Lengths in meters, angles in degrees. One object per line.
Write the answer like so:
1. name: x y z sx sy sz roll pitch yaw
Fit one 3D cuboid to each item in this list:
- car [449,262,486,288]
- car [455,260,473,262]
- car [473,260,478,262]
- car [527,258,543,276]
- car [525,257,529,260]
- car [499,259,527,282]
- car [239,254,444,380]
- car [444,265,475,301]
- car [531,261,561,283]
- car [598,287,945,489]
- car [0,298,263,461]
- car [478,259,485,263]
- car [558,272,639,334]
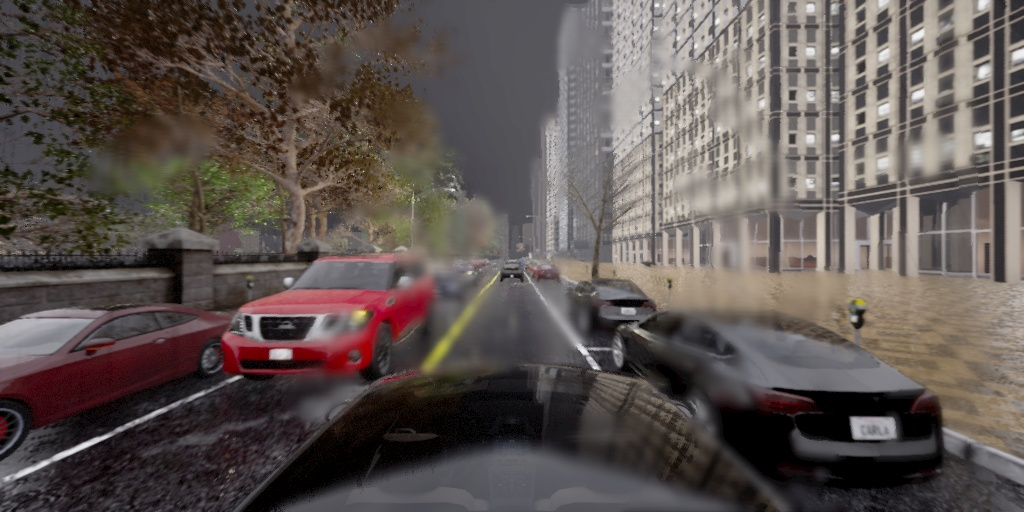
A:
1. car: -3.008 1.297 23.193 1.994 1.385 4.181 0 0 0
2. car: -5.703 1.166 38.535 1.967 1.591 4.097 0 0 0
3. car: -5.706 1.270 44.168 1.888 1.381 4.507 0 0 0
4. car: 2.678 1.168 32.906 1.967 1.591 4.097 0 0 0
5. car: 2.677 1.166 38.538 1.967 1.591 4.097 0 0 0
6. car: 0.022 1.236 29.215 1.837 1.490 4.892 0 1 1
7. car: -3.104 0.966 7.581 2.150 2.045 5.566 0 0 0
8. car: -3.103 1.300 17.005 1.994 1.385 4.181 0 0 0
9. car: 2.680 1.275 27.275 1.888 1.381 4.507 0 0 0
10. car: 2.687 1.313 4.745 1.948 1.339 4.313 0 0 0
11. car: -5.694 1.329 4.742 1.802 1.307 4.207 0 0 0
12. car: -5.709 1.269 55.432 1.888 1.381 4.507 0 0 0
13. car: 2.685 1.307 10.377 1.948 1.339 4.313 0 0 0
